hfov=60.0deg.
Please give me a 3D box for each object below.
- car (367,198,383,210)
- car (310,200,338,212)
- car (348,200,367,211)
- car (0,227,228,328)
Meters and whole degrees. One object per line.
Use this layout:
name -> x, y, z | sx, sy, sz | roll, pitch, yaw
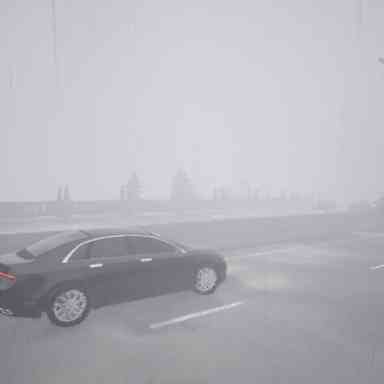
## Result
car -> 20.516, 1.425, 35.163 | 2.097, 1.767, 4.553 | 0, 0, 40
car -> 16.345, 1.632, 40.923 | 2.033, 1.411, 5.357 | 0, 0, 39
car -> 20.647, 1.658, 40.838 | 1.994, 1.385, 4.181 | 0, 0, 38
car -> -1.412, 1.505, 7.039 | 4.892, 1.490, 1.837 | 0, 0, -36
